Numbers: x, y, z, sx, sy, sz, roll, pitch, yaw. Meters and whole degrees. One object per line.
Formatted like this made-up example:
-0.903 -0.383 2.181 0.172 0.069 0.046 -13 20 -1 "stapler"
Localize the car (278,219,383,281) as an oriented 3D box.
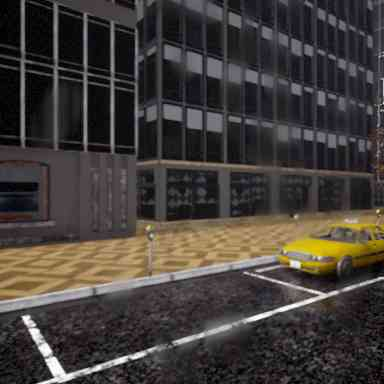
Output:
4.584 1.503 9.822 4.829 1.417 1.752 0 0 -35 "car"
